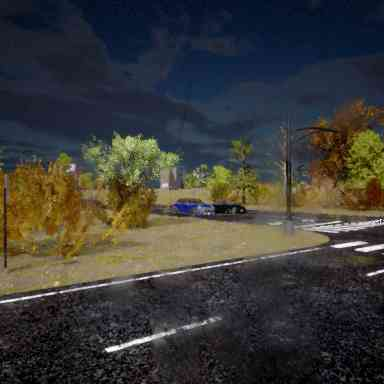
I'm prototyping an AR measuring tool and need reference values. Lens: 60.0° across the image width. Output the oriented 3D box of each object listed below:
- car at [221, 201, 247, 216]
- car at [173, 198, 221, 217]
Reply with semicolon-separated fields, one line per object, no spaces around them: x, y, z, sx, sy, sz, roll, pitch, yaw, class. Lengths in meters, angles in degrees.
3.376;1.550;32.484;1.994;1.385;4.181;0;0;-38;car
0.129;1.357;31.353;2.097;1.767;4.553;0;0;-38;car
